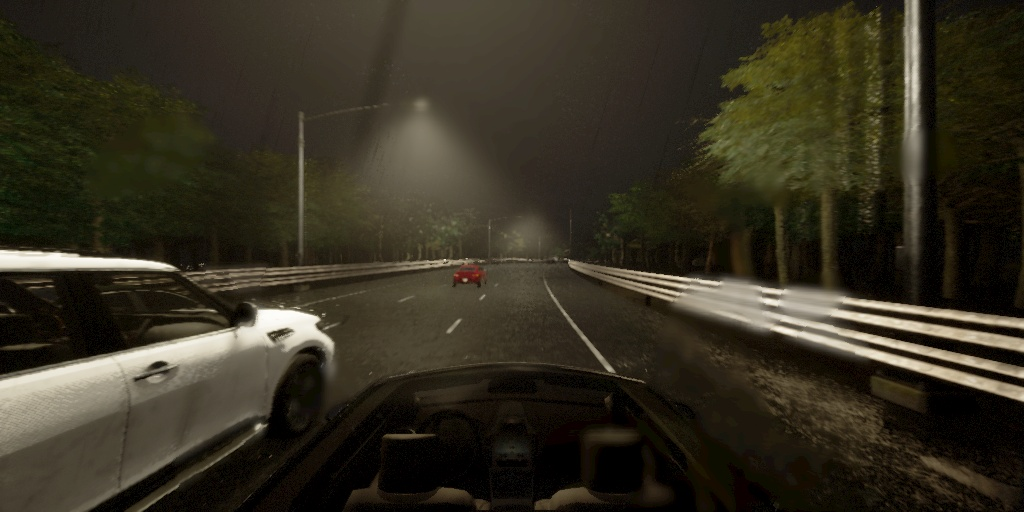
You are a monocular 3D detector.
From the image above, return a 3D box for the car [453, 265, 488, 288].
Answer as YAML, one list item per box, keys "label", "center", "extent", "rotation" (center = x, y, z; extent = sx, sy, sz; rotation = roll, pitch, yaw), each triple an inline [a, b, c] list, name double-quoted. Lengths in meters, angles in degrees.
- label: "car"
  center: [-2.767, 1.304, 24.347]
  extent: [1.812, 1.442, 4.674]
  rotation: [0, 0, 3]

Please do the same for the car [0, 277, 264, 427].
- label: "car"
  center: [-6.857, 1.245, 6.116]
  extent: [1.837, 1.490, 4.892]
  rotation: [0, 0, 0]

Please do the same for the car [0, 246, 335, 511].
- label: "car"
  center: [-3.374, 0.957, 2.263]
  extent: [2.150, 2.045, 5.566]
  rotation: [0, 0, 0]
